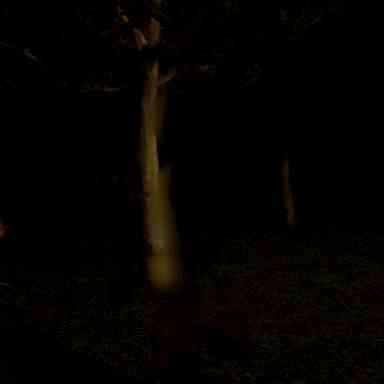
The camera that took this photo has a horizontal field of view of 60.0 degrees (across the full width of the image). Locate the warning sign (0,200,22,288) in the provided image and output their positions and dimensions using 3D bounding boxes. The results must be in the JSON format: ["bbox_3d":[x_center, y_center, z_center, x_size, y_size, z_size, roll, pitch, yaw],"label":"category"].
[{"bbox_3d":[-4.667,1.123,7.273,1.060,1.860,1.300,1,0,35],"label":"warning sign"}]
